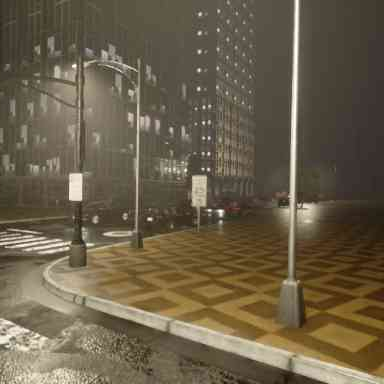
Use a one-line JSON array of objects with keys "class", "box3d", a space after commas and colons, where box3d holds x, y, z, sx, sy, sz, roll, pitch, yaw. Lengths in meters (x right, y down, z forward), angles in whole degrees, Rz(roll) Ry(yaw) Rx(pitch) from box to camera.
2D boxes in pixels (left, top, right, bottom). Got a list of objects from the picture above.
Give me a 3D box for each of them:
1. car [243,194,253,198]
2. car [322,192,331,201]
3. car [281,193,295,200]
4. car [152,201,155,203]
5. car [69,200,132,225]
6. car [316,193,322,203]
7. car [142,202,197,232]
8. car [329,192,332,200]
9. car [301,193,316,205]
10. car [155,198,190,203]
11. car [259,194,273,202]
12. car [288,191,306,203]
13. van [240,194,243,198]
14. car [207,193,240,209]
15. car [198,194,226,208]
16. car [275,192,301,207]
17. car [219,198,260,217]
[{"class": "car", "box3d": [8.401, 1.050, 53.669, 1.967, 1.590, 4.097, 2, 1, 30]}, {"class": "car", "box3d": [27.068, 1.231, 69.152, 1.802, 1.307, 4.206, 2, 1, 30]}, {"class": "car", "box3d": [22.589, 0.996, 78.127, 2.008, 1.369, 4.403, 2, 1, 30]}, {"class": "car", "box3d": [-2.953, 1.308, 34.106, 1.947, 1.339, 4.313, 2, 1, 30]}, {"class": "car", "box3d": [-6.276, 1.364, 23.231, 1.837, 1.490, 4.892, 1, 1, 30]}, {"class": "car", "box3d": [21.398, 1.155, 59.374, 1.967, 1.590, 4.097, 2, 1, 30]}, {"class": "car", "box3d": [-1.292, 1.545, 20.275, 1.947, 1.339, 4.313, 2, 1, 30]}, {"class": "car", "box3d": [29.909, 0.932, 74.035, 2.192, 1.841, 5.009, 2, 1, 30]}, {"class": "car", "box3d": [18.646, 1.273, 54.635, 1.752, 1.417, 4.829, 2, 1, 30]}, {"class": "car", "box3d": [-1.290, 1.366, 31.834, 1.994, 1.385, 4.181, 1, 1, 30]}, {"class": "car", "box3d": [14.075, 1.089, 63.453, 1.887, 1.381, 4.507, 2, 1, 30]}, {"class": "car", "box3d": [19.359, 0.882, 60.987, 2.150, 2.045, 5.566, 1, 1, 28]}, {"class": "van", "box3d": [5.565, 0.984, 48.776, 1.690, 1.788, 3.998, 2, 1, 30]}, {"class": "car", "box3d": [3.802, 1.269, 40.589, 1.812, 1.442, 4.674, 1, 1, 31]}, {"class": "car", "box3d": [2.725, 1.116, 43.887, 1.967, 1.590, 4.097, 2, 1, 30]}, {"class": "car", "box3d": [12.890, 1.254, 44.711, 1.967, 1.590, 4.097, 2, 1, 30]}, {"class": "car", "box3d": [4.380, 1.495, 30.050, 1.802, 1.307, 4.206, 2, 1, 30]}]
